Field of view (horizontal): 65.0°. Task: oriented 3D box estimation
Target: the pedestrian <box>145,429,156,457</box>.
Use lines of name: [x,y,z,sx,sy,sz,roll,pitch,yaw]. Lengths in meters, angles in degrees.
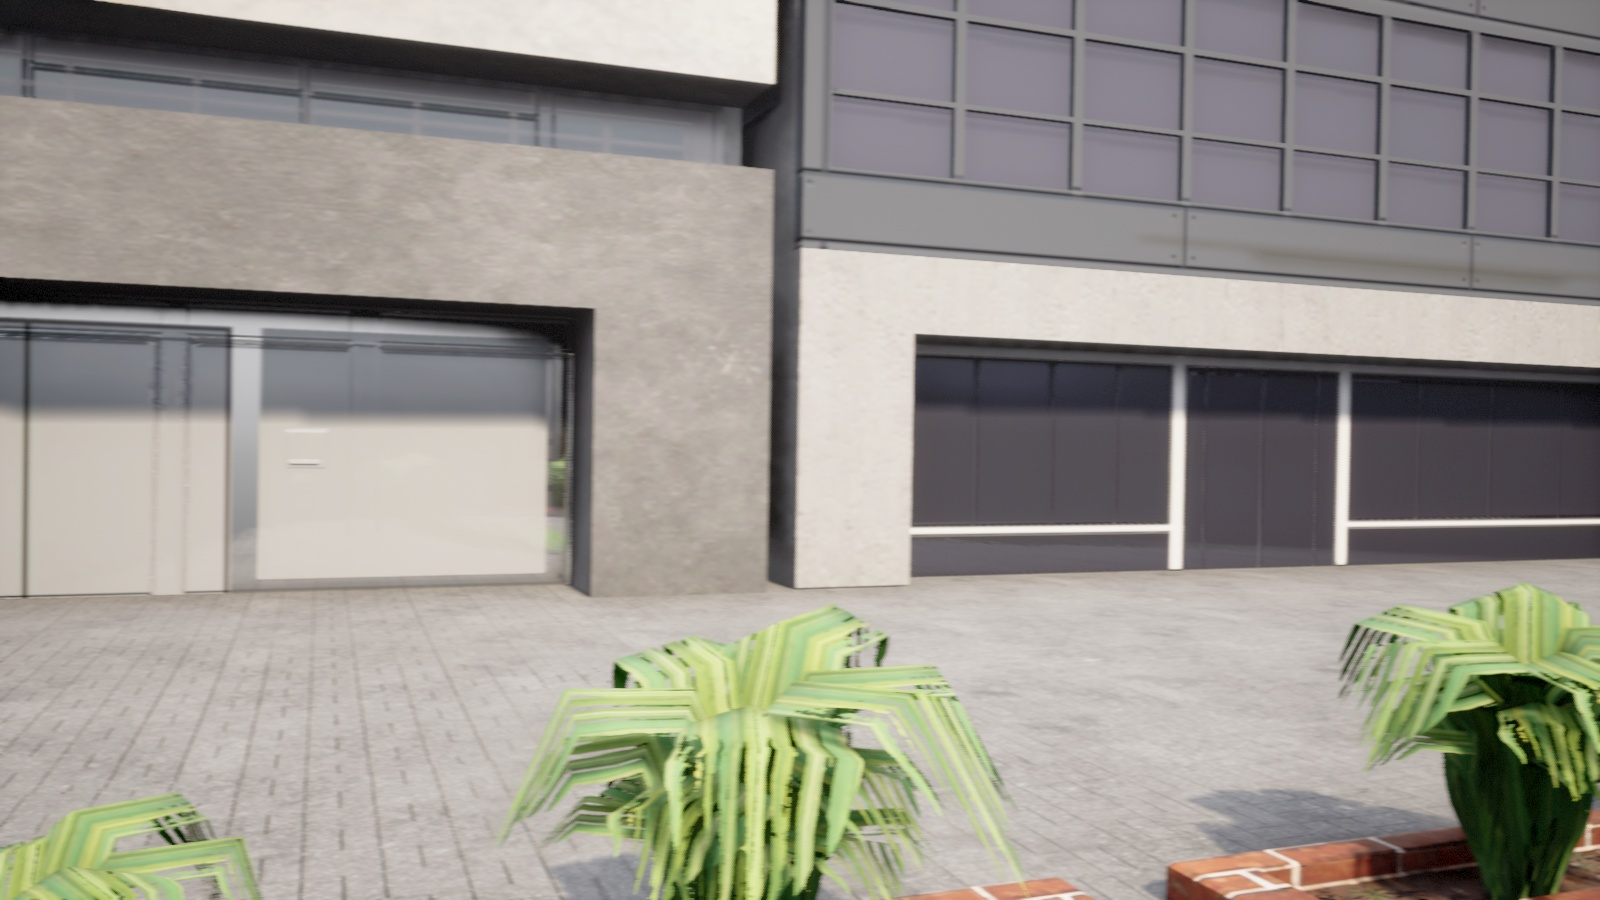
pedestrian: [-44.042,-0.476,85.180,0.594,1.836,0.345,-1,1,-22]
